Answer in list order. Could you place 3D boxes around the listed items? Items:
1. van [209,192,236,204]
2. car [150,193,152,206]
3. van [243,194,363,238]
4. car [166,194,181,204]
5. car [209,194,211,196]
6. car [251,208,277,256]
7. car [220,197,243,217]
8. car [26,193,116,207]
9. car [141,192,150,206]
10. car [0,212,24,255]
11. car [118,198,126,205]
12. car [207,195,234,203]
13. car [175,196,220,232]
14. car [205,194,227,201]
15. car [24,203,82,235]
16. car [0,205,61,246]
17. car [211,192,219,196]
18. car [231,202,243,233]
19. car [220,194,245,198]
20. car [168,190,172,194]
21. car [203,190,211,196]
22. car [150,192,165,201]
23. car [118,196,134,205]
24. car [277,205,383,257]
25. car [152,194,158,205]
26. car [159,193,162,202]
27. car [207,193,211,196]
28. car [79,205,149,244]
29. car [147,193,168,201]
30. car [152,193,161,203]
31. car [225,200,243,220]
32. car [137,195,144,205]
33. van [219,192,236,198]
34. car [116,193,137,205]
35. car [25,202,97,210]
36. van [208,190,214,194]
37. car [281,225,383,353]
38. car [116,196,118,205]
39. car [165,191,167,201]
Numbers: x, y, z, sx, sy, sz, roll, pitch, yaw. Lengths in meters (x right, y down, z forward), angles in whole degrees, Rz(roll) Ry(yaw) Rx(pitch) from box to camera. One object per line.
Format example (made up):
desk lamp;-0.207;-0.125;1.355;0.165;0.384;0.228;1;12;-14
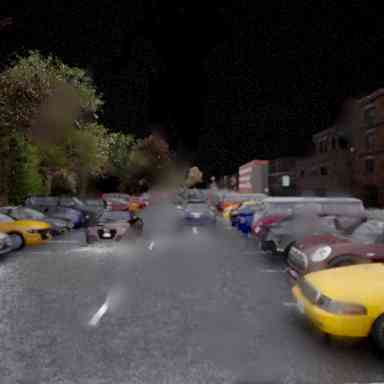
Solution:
van;5.269;1.044;57.987;4.442;1.987;1.878;0;0;1
car;-8.107;1.262;44.326;4.553;1.767;2.185;0;0;1
van;4.554;1.206;13.583;4.442;1.987;1.878;0;0;1
car;-2.941;1.428;57.504;1.895;1.301;4.718;0;0;1
car;4.998;1.333;44.198;4.892;1.521;2.231;0;0;1
car;4.636;1.439;10.799;4.892;1.521;2.231;0;0;1
car;4.978;1.398;24.713;5.366;1.575;1.946;0;0;1
car;-8.289;1.214;22.047;5.566;2.045;2.435;0;0;1
car;-8.109;1.158;38.756;5.566;2.045;2.435;0;0;1
car;-8.440;1.534;10.908;4.674;1.452;2.002;0;0;1
car;-8.259;1.489;27.617;4.674;1.452;2.002;0;0;1
car;5.192;1.258;60.896;4.892;1.521;2.231;0;0;1
car;0.299;1.307;19.893;2.097;1.767;4.553;0;0;1
car;5.319;1.234;74.670;4.674;1.452;2.002;-1;0;1
car;-8.384;1.481;16.478;4.892;1.521;2.231;0;0;1
car;-8.413;1.487;13.693;5.008;1.535;2.097;0;0;1
car;5.005;1.218;41.413;4.553;1.767;2.185;0;0;1
car;4.697;1.424;16.365;5.008;1.535;2.097;0;0;1
car;4.854;1.267;27.497;4.553;1.767;2.185;0;0;1
car;-7.803;1.010;72.172;5.566;2.045;2.435;0;0;1
car;5.152;1.031;55.329;5.566;2.045;2.435;0;0;1
car;-7.863;1.187;61.033;4.553;1.767;2.185;0;0;1
car;-8.221;1.440;30.401;5.008;1.535;2.097;0;0;1
car;4.641;1.319;7.890;4.553;1.767;2.185;0;0;1
car;-7.985;1.393;49.894;4.792;1.488;2.163;0;0;1
car;-8.141;1.336;55.342;5.366;1.575;1.946;0;0;1
car;5.071;1.309;49.764;4.892;1.521;2.231;0;0;1
car;-3.446;1.545;15.520;1.994;1.385;4.181;0;0;1
car;-7.712;1.122;74.958;4.553;1.767;2.185;0;0;1
car;-7.990;1.351;52.681;5.008;1.535;2.097;0;0;1
car;4.760;1.450;21.932;4.674;1.452;2.002;0;0;1
car;-8.170;1.420;35.970;5.008;1.535;2.097;0;0;1
van;4.969;1.158;30.217;4.442;1.987;1.878;0;0;1
car;-8.164;1.305;33.184;4.553;1.767;2.185;0;0;1
car;-8.375;1.503;19.260;4.792;1.488;2.163;0;0;1
van;5.210;1.069;52.545;4.442;1.987;1.878;0;0;1
car;4.396;1.448;5.235;5.366;1.575;1.946;0;0;1
car;-8.256;1.331;24.831;4.553;1.767;2.185;0;0;1
car;-7.867;1.162;66.478;4.553;1.767;2.185;0;0;1
